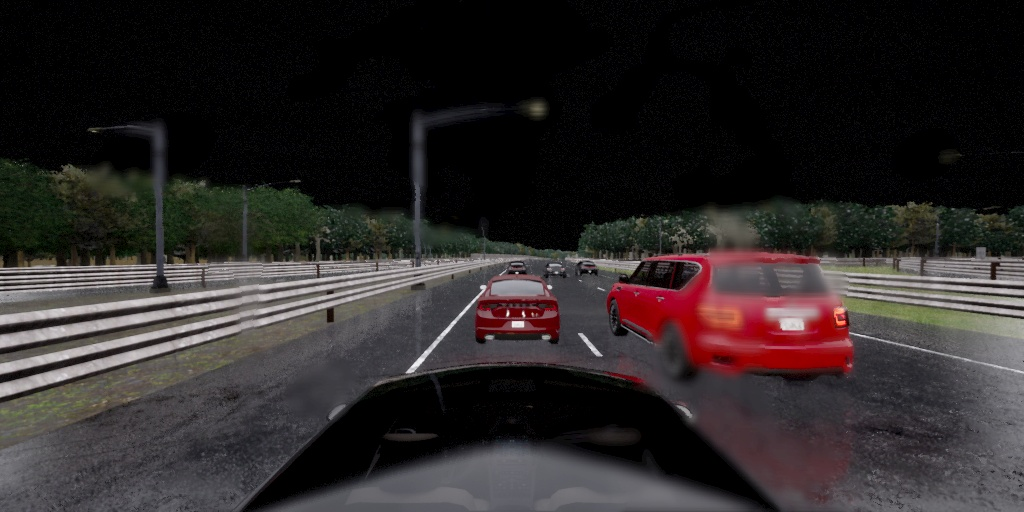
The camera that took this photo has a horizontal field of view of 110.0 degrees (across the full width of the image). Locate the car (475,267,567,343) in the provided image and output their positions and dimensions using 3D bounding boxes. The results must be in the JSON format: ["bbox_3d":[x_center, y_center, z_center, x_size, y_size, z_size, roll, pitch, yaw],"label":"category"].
[{"bbox_3d":[0.120,1.230,9.712,1.882,1.535,5.008,0,0,0],"label":"car"}]

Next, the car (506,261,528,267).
[{"bbox_3d":[0.515,1.270,34.681,1.837,1.490,4.892,0,0,1],"label":"car"}]

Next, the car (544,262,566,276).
[{"bbox_3d":[3.993,1.291,33.889,1.812,1.442,4.674,0,0,2],"label":"car"}]

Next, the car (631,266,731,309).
[{"bbox_3d":[7.167,1.247,15.923,2.128,1.511,4.902,0,0,1],"label":"car"}]

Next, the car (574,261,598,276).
[{"bbox_3d":[7.595,1.273,37.095,1.837,1.490,4.892,0,0,2],"label":"car"}]

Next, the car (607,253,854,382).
[{"bbox_3d":[3.608,0.973,7.274,2.150,2.045,5.566,0,0,0],"label":"car"}]
